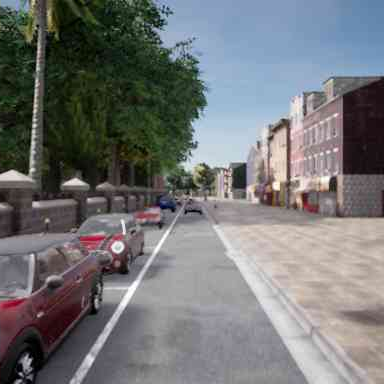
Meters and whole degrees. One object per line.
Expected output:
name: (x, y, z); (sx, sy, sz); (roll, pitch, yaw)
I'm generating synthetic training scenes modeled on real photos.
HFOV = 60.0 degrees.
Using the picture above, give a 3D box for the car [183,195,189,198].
car: (0.111, 1.564, 46.877); (1.882, 1.535, 5.008); (0, 0, 0)

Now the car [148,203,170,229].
car: (-2.638, 1.601, 21.698); (1.802, 1.307, 4.206); (0, 0, 0)

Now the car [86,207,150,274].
car: (-2.639, 1.445, 10.320); (1.967, 1.590, 4.097); (0, 0, 0)

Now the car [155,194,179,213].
car: (-2.973, 1.287, 38.268); (2.150, 2.045, 5.566); (0, 0, 0)

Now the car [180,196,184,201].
car: (-2.632, 1.664, 55.830); (1.887, 1.381, 4.507); (0, 0, 0)

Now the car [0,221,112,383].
car: (-2.641, 1.441, 4.632); (1.967, 1.590, 4.097); (0, 0, 0)

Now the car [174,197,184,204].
car: (-2.630, 1.735, 67.207); (1.947, 1.339, 4.313); (-1, 0, 0)

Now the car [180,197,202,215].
car: (0.101, 1.596, 34.619); (2.033, 1.411, 5.357); (0, 0, -1)
